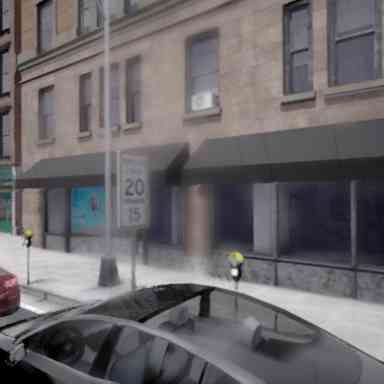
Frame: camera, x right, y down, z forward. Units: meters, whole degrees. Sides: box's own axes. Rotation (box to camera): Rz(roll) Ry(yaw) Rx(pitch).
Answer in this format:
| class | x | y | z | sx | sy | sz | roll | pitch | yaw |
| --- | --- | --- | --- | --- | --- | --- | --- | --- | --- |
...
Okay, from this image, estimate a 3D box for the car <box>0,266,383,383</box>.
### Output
| class | x | y | z | sx | sy | sz | roll | pitch | yaw |
| --- | --- | --- | --- | --- | --- | --- | --- | --- | --- |
| car | -0.439 | 1.587 | 3.123 | 4.313 | 1.339 | 1.947 | -1 | 0 | 35 |
